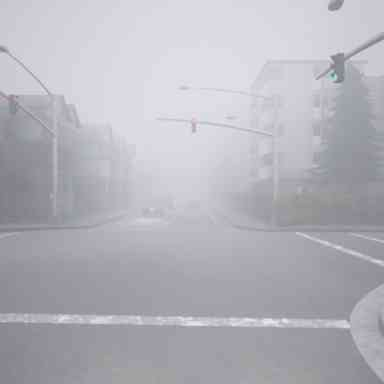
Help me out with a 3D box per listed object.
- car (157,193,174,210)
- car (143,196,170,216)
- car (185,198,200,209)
[{"bbox_3d":[-3.560,1.204,42.919,2.150,2.045,5.566,0,0,0],"label":"car"},{"bbox_3d":[-3.584,1.478,32.343,2.128,1.511,4.902,0,0,0],"label":"car"},{"bbox_3d":[0.115,1.507,45.833,1.812,1.442,4.674,0,0,0],"label":"car"}]
